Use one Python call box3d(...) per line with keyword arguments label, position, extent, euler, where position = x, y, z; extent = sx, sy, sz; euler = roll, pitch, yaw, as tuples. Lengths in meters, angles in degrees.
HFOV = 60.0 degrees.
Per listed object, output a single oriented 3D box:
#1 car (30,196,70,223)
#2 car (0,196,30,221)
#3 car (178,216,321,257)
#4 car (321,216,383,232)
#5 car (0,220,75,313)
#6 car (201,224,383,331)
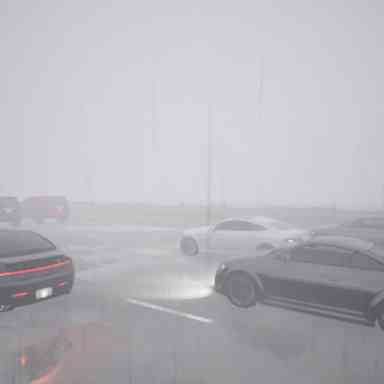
box3d(label="car", position=(-11.510, 1.301, 25.091), extent=(5.566, 2.045, 2.150), euler=(0, 0, 35))
box3d(label="car", position=(-13.546, 1.302, 22.244), extent=(5.566, 2.045, 2.150), euler=(0, 0, 35))
box3d(label="car", position=(1.675, 1.543, 11.377), extent=(4.674, 1.442, 1.812), euler=(0, 0, 35))
box3d(label="car", position=(6.494, 1.569, 12.256), extent=(4.181, 1.385, 1.994), euler=(0, 0, 35))
box3d(label="car", position=(-4.568, 1.531, 7.248), extent=(4.892, 1.490, 1.837), euler=(0, 0, 35))
box3d(label="car", position=(2.522, 1.569, 6.491), extent=(4.181, 1.385, 1.994), euler=(0, 0, 35))
